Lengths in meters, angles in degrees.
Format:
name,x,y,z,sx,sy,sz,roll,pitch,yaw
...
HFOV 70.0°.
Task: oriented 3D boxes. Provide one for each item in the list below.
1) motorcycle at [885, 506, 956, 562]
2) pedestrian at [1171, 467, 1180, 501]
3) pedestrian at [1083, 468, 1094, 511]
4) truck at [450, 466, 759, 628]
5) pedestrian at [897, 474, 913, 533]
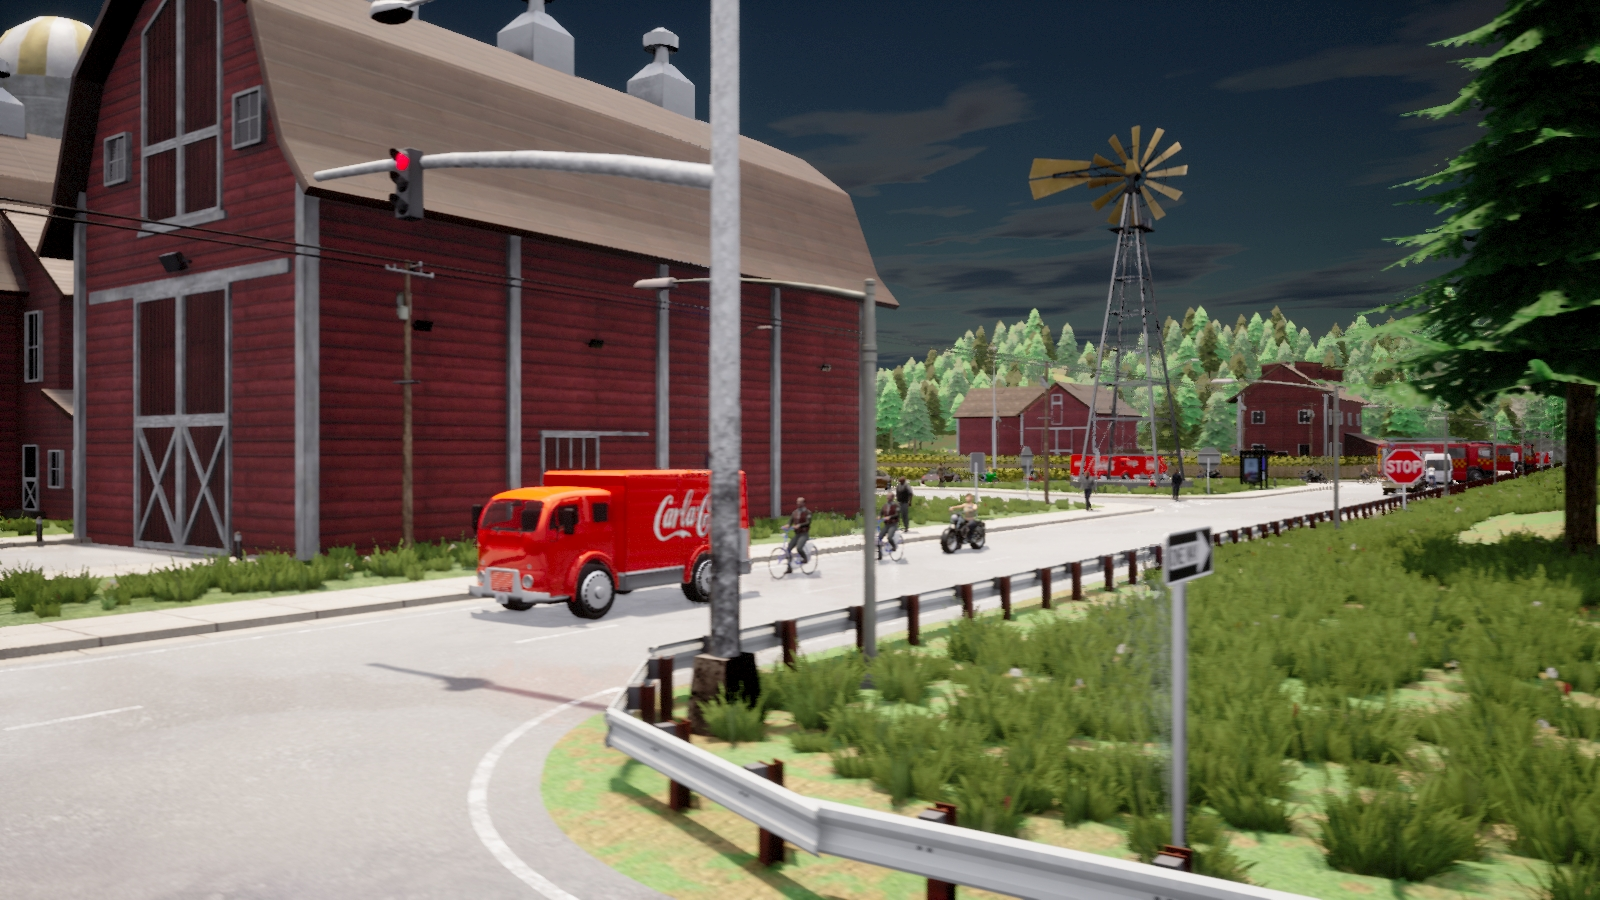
name,x,y,z,sx,sy,sz,roll,pitch,yaw
motorcycle,3.168,2.172,29.854,0.764,1.277,2.356,0,0,36
pedestrian,20.486,1.851,62.276,0.375,1.860,0.375,0,0,31
pedestrian,12.474,1.700,49.402,0.375,1.860,0.375,0,0,36
truck,-3.389,1.571,20.859,2.627,2.467,5.204,0,0,36
pedestrian,3.379,1.699,36.656,0.375,1.860,0.375,0,0,35
